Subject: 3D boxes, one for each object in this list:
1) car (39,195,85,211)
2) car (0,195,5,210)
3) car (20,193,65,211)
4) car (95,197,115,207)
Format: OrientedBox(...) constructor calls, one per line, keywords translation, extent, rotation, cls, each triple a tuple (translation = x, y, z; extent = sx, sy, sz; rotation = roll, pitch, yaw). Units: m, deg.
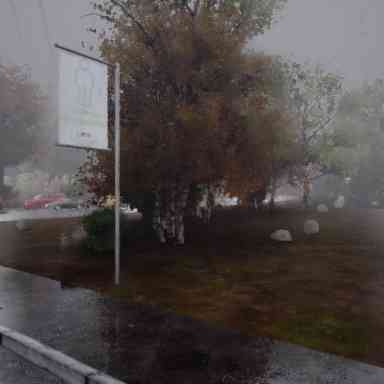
OrientedBox(translation=(-15.435, 1.480, 40.550), extent=(2.128, 1.511, 4.902), rotation=(0, 0, 38), cls="car")
OrientedBox(translation=(-21.618, 1.221, 32.802), extent=(2.150, 2.045, 5.566), rotation=(0, 0, 39), cls="car")
OrientedBox(translation=(-18.621, 1.211, 42.159), extent=(2.150, 2.045, 5.566), rotation=(0, 0, 38), cls="car")
OrientedBox(translation=(-12.322, 1.434, 50.202), extent=(1.882, 1.535, 5.008), rotation=(0, 0, 38), cls="car")
